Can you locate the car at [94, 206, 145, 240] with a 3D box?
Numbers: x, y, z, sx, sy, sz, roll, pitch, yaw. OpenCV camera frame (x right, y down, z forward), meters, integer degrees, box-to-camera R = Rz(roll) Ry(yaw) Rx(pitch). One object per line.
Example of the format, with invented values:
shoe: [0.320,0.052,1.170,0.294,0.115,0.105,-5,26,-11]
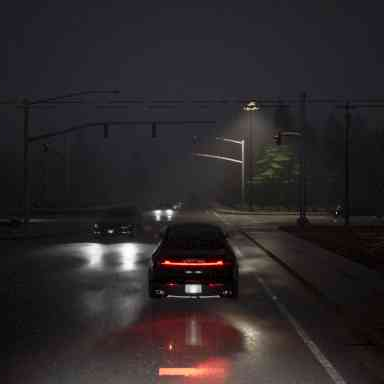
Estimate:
car: [-3.598,1.504,17.141,1.837,1.490,4.892,0,0,0]

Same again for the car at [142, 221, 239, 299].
car: [0.049,1.501,8.461,1.837,1.490,4.892,0,0,1]

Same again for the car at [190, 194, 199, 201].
car: [0.580,1.355,80.886,2.097,1.767,4.553,0,0,2]

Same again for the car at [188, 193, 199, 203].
car: [0.306,1.224,70.494,2.150,2.045,5.566,0,0,2]

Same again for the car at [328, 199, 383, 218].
car: [14.590,1.379,29.596,4.553,1.767,2.097,0,0,1]

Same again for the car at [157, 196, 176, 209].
car: [-3.592,1.601,44.865,1.895,1.301,4.718,0,0,0]

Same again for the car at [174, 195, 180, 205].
car: [-3.557,1.478,56.449,1.882,1.535,5.008,0,0,1]
